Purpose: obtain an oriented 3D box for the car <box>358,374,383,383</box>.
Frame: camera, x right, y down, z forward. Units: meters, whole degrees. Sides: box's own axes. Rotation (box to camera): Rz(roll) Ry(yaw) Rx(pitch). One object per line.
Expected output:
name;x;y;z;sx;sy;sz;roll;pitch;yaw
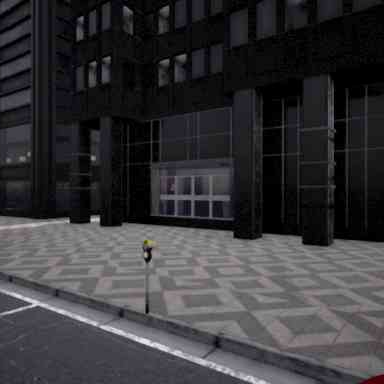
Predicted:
car;2.762;1.545;0.989;4.507;1.381;1.887;0;0;36
